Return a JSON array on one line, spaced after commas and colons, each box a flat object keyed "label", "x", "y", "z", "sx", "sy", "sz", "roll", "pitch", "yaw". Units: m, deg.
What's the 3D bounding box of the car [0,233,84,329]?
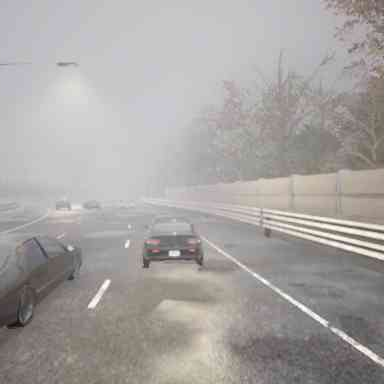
[{"label": "car", "x": -3.766, "y": 1.565, "z": 6.872, "sx": 2.033, "sy": 1.411, "sz": 5.357, "roll": 0, "pitch": 0, "yaw": -4}]

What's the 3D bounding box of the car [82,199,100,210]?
[{"label": "car", "x": -13.893, "y": 1.641, "z": 45.654, "sx": 1.994, "sy": 1.385, "sz": 4.181, "roll": 0, "pitch": 0, "yaw": -24}]

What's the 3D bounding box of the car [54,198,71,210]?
[{"label": "car", "x": -17.830, "y": 1.583, "z": 45.777, "sx": 2.128, "sy": 1.511, "sz": 4.902, "roll": 0, "pitch": 0, "yaw": -26}]

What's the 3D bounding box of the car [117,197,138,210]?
[{"label": "car", "x": -8.703, "y": 1.657, "z": 43.699, "sx": 1.895, "sy": 1.301, "sz": 4.718, "roll": 0, "pitch": 0, "yaw": -18}]

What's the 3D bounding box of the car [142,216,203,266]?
[{"label": "car", "x": -0.723, "y": 1.534, "z": 11.472, "sx": 1.812, "sy": 1.442, "sz": 4.674, "roll": 0, "pitch": 0, "yaw": -6}]
